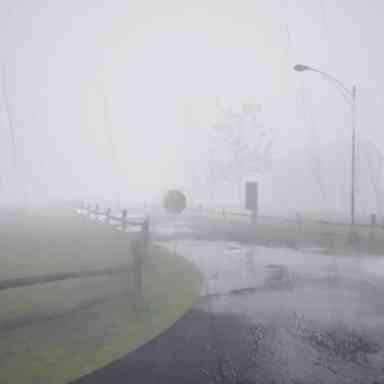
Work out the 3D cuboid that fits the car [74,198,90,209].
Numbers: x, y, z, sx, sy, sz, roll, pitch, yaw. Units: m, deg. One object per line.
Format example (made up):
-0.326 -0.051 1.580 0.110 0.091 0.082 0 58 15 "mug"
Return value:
-16.232 1.663 49.096 2.128 1.511 4.902 1 -1 -26 "car"
